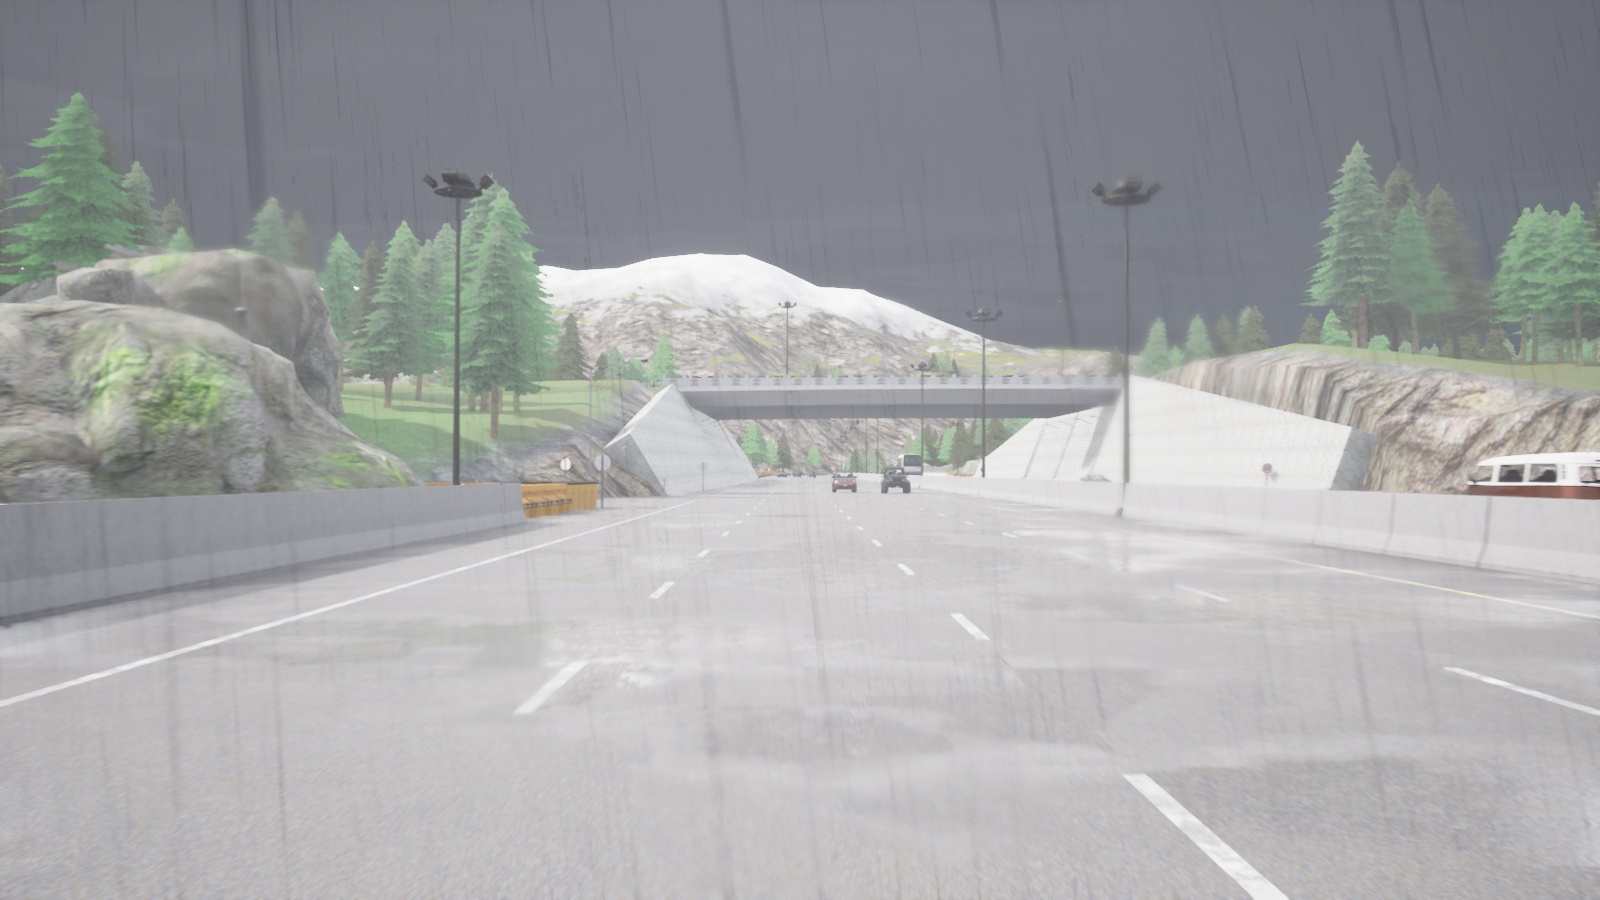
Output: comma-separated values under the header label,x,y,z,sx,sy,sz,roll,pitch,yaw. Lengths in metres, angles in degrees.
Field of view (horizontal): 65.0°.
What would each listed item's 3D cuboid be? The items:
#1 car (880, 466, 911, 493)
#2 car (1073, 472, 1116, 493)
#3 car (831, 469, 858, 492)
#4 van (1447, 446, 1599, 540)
label,x,y,z,sx,sy,sz,roll,pitch,yaw
car,6.783,2.074,89.230,1.905,1.878,3.866,0,-1,0
car,20.785,2.279,88.800,1.994,1.385,4.181,0,-1,0
car,3.275,2.248,92.677,1.851,1.617,3.988,0,-1,0
van,17.427,0.962,29.536,2.069,2.038,4.480,0,-1,0
